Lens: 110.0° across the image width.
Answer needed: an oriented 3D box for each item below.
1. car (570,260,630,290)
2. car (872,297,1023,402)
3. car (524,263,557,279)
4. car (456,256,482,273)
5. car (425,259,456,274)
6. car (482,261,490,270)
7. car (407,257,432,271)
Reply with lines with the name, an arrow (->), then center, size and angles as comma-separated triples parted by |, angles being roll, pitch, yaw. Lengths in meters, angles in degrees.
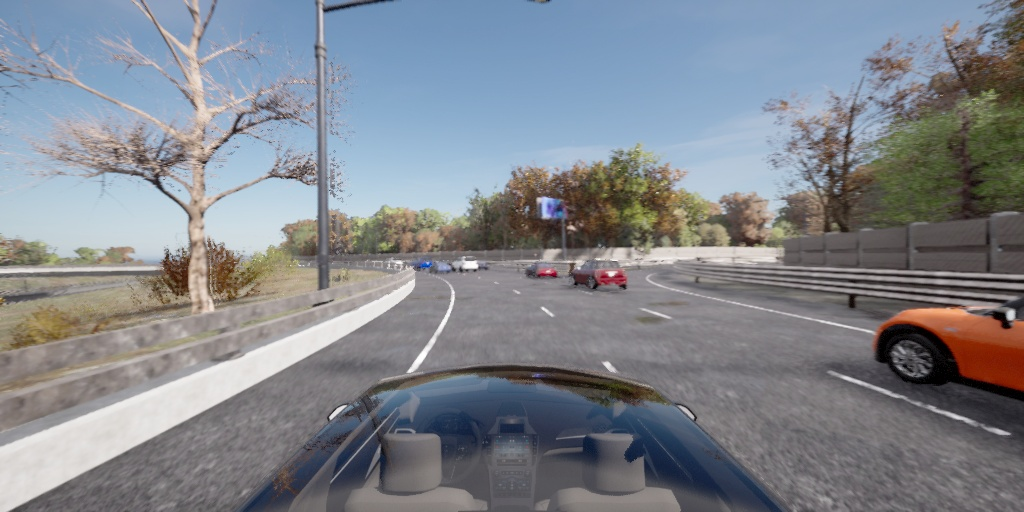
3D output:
car -> 5.149, 1.040, 21.938 | 2.097, 1.767, 4.553 | -1, 0, -10
car -> 6.965, 1.001, 3.947 | 2.097, 1.767, 4.553 | -1, 0, -1
car -> 2.585, 1.298, 32.962 | 1.994, 1.385, 4.181 | -1, 0, -16
car -> -6.212, 1.094, 47.181 | 2.150, 2.045, 5.566 | -1, 0, -25
car -> -9.062, 1.460, 44.962 | 2.033, 1.411, 5.357 | -1, 0, -25
car -> -5.084, 1.407, 53.238 | 2.033, 1.411, 5.357 | -1, 0, -27
car -> -13.501, 1.205, 53.829 | 2.150, 2.045, 5.566 | -1, 0, -32
